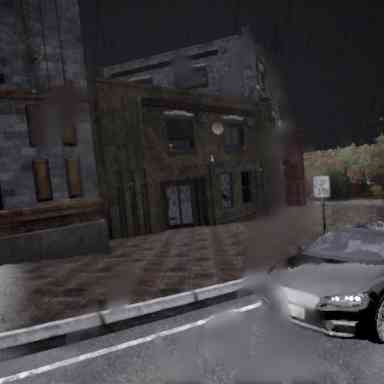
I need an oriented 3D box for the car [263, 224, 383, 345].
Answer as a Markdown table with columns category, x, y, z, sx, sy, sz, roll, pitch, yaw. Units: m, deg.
| category | x | y | z | sx | sy | sz | roll | pitch | yaw |
| --- | --- | --- | --- | --- | --- | --- | --- | --- | --- |
| car | 3.386 | 1.439 | 6.449 | 4.902 | 1.511 | 2.128 | -1 | 1 | -39 |
